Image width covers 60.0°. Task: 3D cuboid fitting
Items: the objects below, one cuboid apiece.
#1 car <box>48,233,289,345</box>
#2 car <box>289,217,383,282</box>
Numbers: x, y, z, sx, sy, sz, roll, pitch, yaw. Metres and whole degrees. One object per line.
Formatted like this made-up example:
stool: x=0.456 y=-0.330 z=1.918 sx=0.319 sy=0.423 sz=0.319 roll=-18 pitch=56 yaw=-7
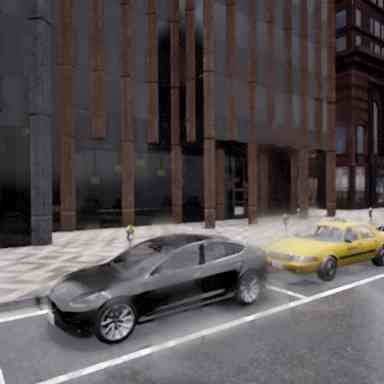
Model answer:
car: x=-0.393 y=1.535 z=6.370 sx=4.313 sy=1.339 sz=1.947 roll=-1 pitch=0 yaw=-36
car: x=4.056 y=1.444 z=9.545 sx=4.829 sy=1.417 sz=1.752 roll=-1 pitch=0 yaw=-36
